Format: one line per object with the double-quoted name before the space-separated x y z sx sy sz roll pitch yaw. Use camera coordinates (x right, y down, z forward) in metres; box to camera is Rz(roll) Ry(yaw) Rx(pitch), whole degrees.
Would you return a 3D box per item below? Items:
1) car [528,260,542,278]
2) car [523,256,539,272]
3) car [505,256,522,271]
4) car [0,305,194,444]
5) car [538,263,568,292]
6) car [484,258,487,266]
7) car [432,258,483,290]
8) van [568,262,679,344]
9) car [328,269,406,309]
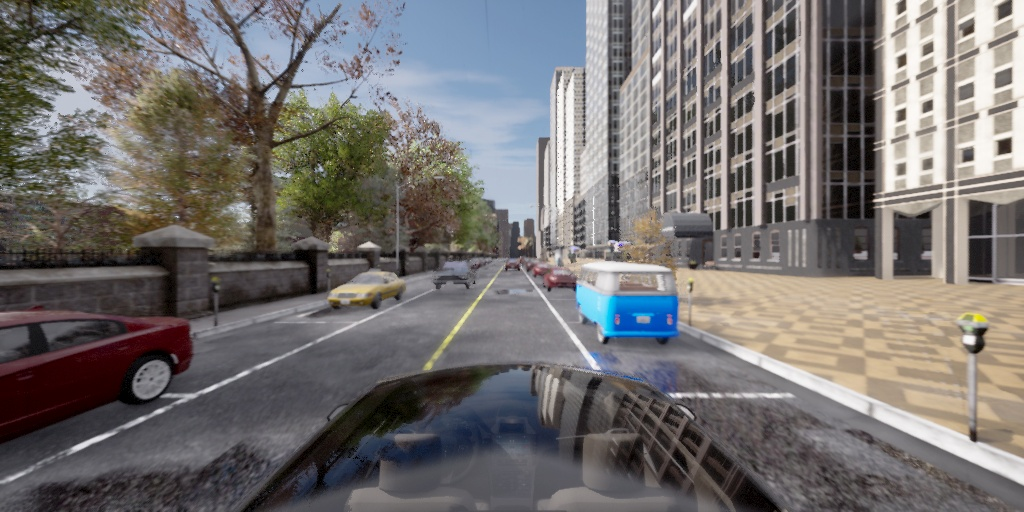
"car" 2.676 1.233 31.715 1.802 1.307 4.207 0 0 0
"car" 2.671 1.056 42.980 1.967 1.591 4.097 0 0 0
"car" 0.080 1.132 46.886 1.812 1.442 4.674 0 0 0
"car" -5.692 1.288 3.551 1.888 1.381 4.507 0 0 0
"car" 2.681 1.268 20.450 1.802 1.307 4.207 0 0 0
"car" -5.717 1.144 59.870 1.948 1.339 4.313 0 0 0
"car" -3.008 0.945 20.045 2.033 1.411 5.357 0 0 0
"van" 2.686 1.064 9.187 1.690 1.789 3.998 0 0 0
"car" -5.697 1.229 14.646 1.751 1.417 4.829 0 0 0
